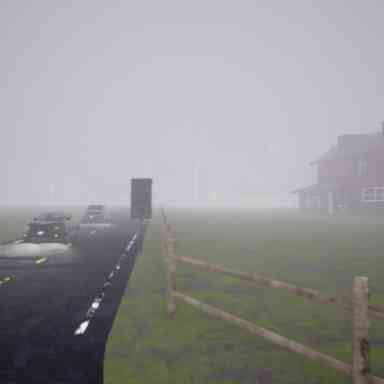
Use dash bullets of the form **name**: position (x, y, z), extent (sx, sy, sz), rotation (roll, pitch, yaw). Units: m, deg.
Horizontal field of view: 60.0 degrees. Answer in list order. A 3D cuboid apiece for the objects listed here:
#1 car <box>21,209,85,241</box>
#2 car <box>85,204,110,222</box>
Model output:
- **car**: position (-7.349, 1.768, 17.695), extent (1.994, 1.385, 4.181), rotation (1, -1, -6)
- **car**: position (-8.592, 1.891, 29.996), extent (1.837, 1.490, 4.892), rotation (1, -1, -6)
